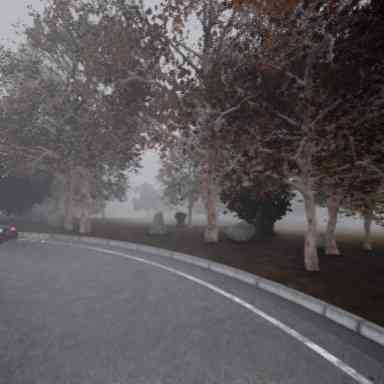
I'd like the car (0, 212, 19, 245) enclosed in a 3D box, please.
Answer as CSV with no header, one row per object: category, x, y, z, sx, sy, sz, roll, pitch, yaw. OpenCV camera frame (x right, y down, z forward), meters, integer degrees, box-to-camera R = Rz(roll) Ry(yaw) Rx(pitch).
car,-9.914,1.613,14.120,5.357,1.411,2.033,-1,0,23
